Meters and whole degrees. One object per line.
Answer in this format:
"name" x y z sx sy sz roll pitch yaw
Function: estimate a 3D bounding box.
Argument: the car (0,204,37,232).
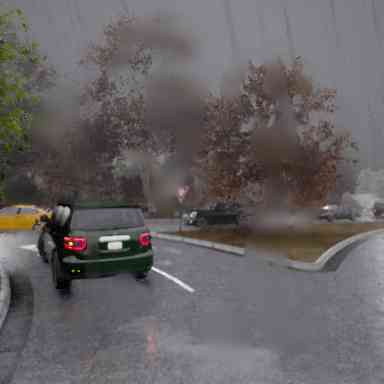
"car" -9.680 1.479 18.508 5.008 1.535 1.882 0 0 -10

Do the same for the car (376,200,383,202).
"car" 28.686 1.957 50.442 2.033 1.411 5.357 0 0 25

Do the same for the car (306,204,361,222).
"car" 12.008 1.746 28.020 5.357 1.411 2.033 1 -1 -32

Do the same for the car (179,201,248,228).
"car" 1.406 1.395 22.186 4.553 1.767 2.097 0 0 -27

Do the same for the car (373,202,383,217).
"car" 20.282 1.937 34.038 4.718 1.301 1.895 1 -1 -43

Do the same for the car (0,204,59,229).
"car" -11.178 1.527 21.258 4.674 1.442 1.812 0 0 -3

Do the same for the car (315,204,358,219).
"car" 14.565 1.879 33.426 4.718 1.301 1.895 1 -1 -36

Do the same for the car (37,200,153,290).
"car" -2.935 1.224 9.455 2.150 2.045 5.566 0 0 -29
